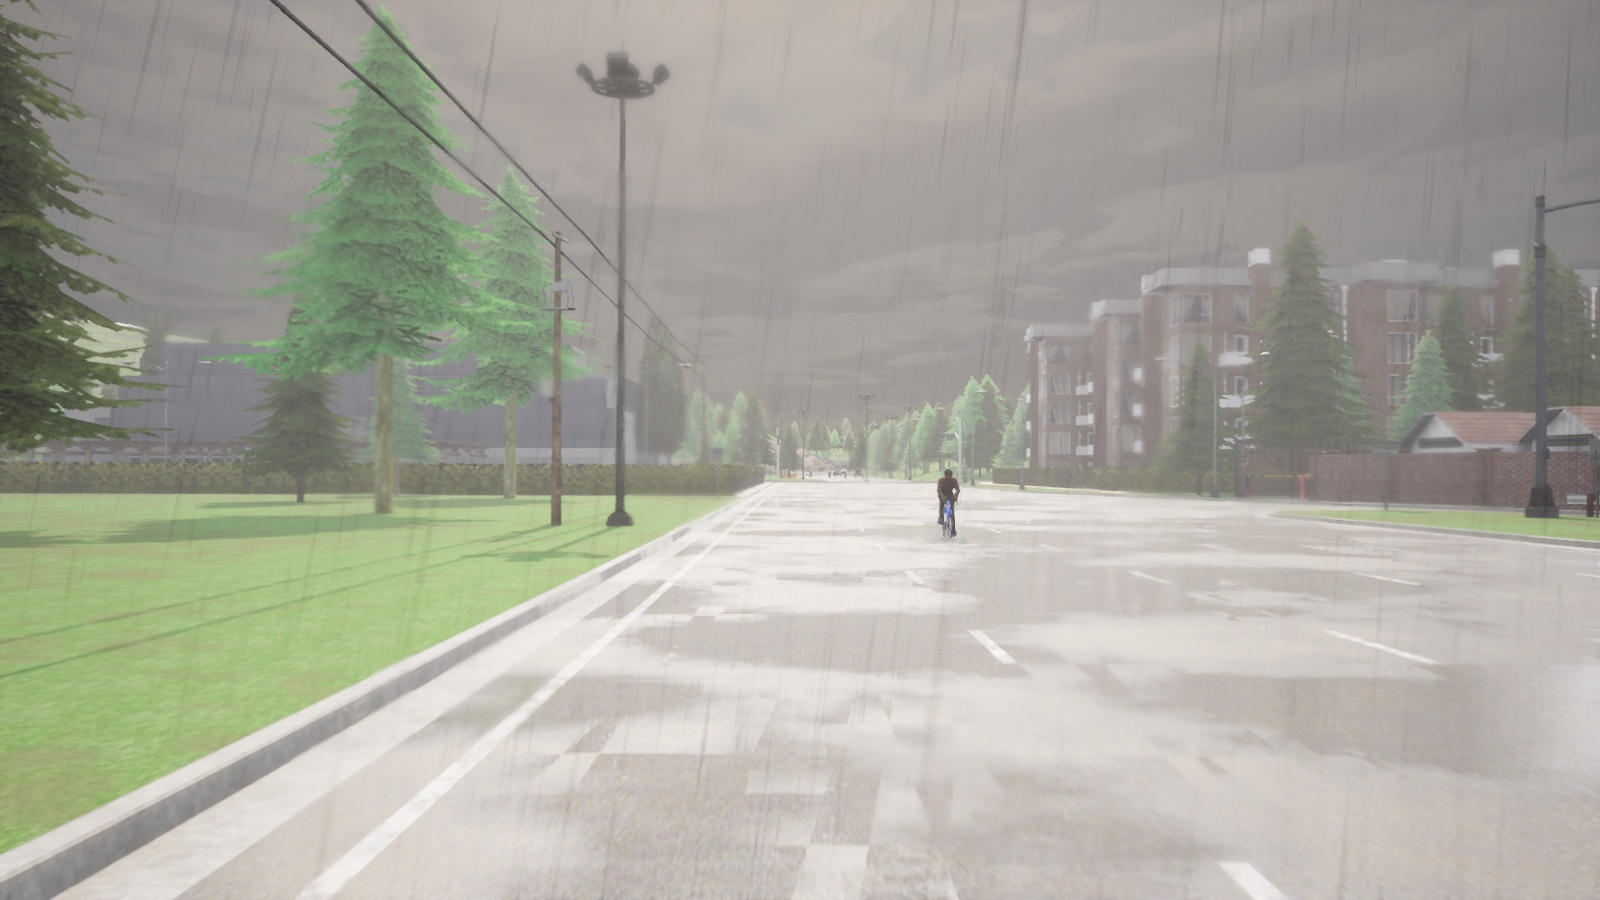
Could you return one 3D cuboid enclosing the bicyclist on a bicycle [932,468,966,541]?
[{"bbox_3d":[3.430,1.240,29.048,0.582,1.620,1.656,0,-1,0],"label":"bicyclist on a bicycle"}]
